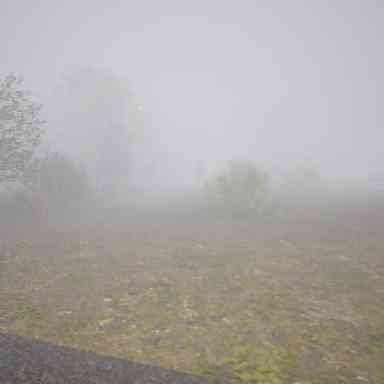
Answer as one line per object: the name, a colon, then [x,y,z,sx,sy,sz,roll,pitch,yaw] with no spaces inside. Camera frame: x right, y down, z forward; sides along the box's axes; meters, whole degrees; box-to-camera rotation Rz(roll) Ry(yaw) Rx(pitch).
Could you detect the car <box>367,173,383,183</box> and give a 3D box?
car: [27.628,-2.193,50.122,1.812,1.442,4.674,-1,3,23]
